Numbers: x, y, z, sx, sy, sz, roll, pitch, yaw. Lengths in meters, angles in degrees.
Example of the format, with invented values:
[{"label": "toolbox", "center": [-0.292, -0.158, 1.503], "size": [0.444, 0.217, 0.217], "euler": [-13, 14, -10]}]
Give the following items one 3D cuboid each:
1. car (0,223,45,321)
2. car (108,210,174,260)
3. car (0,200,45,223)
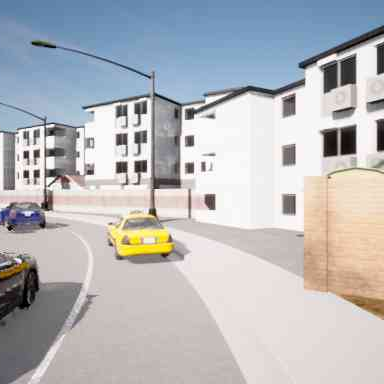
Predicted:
[{"label": "car", "center": [-3.845, 1.498, 4.924], "size": [2.128, 1.511, 4.902], "euler": [0, 0, -7]}, {"label": "car", "center": [-2.132, 1.466, 12.607], "size": [1.801, 1.575, 5.366], "euler": [0, 0, -19]}, {"label": "car", "center": [-11.158, 1.377, 21.762], "size": [2.097, 1.767, 4.553], "euler": [0, 0, -36]}]
